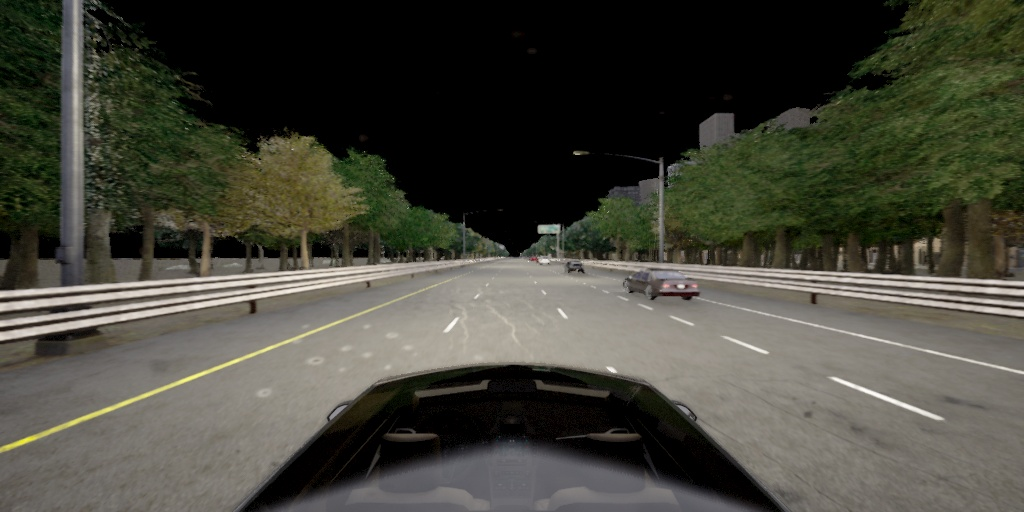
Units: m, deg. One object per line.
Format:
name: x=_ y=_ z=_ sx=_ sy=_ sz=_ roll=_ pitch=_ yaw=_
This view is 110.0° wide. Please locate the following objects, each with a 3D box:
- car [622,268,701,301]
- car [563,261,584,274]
car: x=7.012 y=1.303 z=17.393 sx=2.033 sy=1.411 sz=5.357 roll=0 pitch=0 yaw=0
car: x=7.086 y=1.281 z=41.405 sx=1.837 sy=1.490 sz=4.892 roll=0 pitch=0 yaw=0
